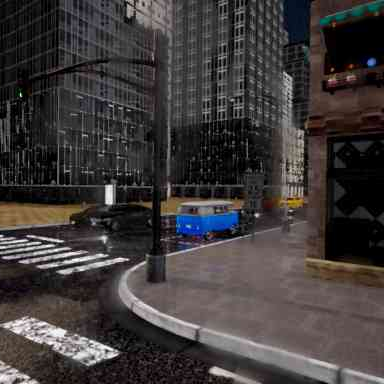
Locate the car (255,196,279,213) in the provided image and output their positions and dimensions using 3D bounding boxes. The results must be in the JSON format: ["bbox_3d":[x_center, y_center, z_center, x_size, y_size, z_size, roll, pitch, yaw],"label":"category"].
[{"bbox_3d":[7.131,1.258,35.637,2.097,1.767,4.553,1,1,36],"label":"car"}]

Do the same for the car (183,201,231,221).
[{"bbox_3d":[1.301,1.487,27.502,1.994,1.385,4.181,1,1,35],"label":"car"}]

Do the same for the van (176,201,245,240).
[{"bbox_3d":[0.915,1.368,16.979,1.690,1.788,3.998,1,1,36],"label":"van"}]

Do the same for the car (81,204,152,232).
[{"bbox_3d":[-3.971,1.466,20.102,1.812,1.442,4.674,1,1,37],"label":"car"}]

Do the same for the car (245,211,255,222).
[{"bbox_3d":[2.335,1.577,23.433,1.895,1.301,4.718,1,1,36],"label":"car"}]

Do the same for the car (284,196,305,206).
[{"bbox_3d":[16.495,1.363,53.232,1.752,1.417,4.829,1,1,36],"label":"car"}]

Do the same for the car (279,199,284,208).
[{"bbox_3d":[10.165,1.293,44.363,1.967,1.590,4.097,1,1,36],"label":"car"}]

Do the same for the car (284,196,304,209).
[{"bbox_3d":[12.993,1.368,43.784,1.882,1.535,5.008,1,1,36],"label":"car"}]

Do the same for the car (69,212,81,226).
[{"bbox_3d":[-5.909,1.467,21.851,1.947,1.339,4.313,1,1,36],"label":"car"}]
